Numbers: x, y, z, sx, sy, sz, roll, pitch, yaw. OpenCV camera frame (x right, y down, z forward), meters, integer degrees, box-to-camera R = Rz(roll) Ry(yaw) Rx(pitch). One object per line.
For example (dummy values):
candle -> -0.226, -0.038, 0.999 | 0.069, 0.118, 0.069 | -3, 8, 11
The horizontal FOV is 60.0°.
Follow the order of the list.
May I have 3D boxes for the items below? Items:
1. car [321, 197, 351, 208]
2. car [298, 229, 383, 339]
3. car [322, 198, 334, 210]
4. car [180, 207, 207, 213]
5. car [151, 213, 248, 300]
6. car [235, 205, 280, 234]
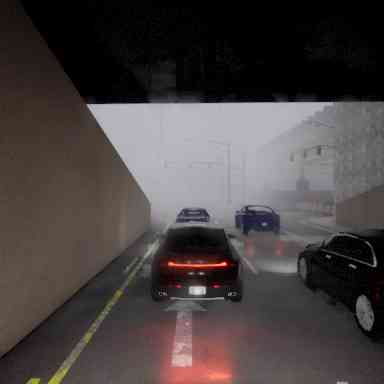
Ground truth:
car -> 17.649, 1.293, 40.670 | 4.536, 1.218, 1.853 | 0, 0, -45
car -> 3.591, 1.501, 6.554 | 1.837, 1.490, 4.892 | 0, -1, 0
car -> 17.612, 1.451, 40.633 | 4.974, 1.542, 2.038 | 0, 0, -45
car -> 0.100, 1.547, 18.085 | 2.033, 1.411, 5.357 | 0, 0, 3
car -> 0.105, 1.504, 8.339 | 1.837, 1.490, 4.892 | 0, 0, 0
car -> 3.631, 1.477, 19.120 | 1.882, 1.535, 5.008 | 0, 0, 0
